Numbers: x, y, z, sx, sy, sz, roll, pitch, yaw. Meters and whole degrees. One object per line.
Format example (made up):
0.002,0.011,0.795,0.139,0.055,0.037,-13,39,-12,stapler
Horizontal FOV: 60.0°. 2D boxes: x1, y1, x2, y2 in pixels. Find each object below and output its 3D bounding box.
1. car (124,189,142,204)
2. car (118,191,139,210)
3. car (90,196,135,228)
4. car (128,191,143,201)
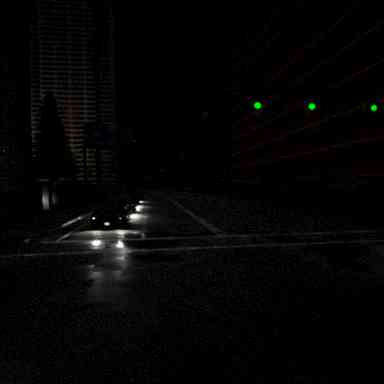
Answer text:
-7.247,0.775,39.802,1.837,1.490,4.892,-1,1,-7,car
-5.937,0.944,29.471,1.882,1.535,5.008,-1,1,-7,car
-4.695,1.200,19.700,2.033,1.411,5.357,-1,1,-7,car
-8.661,0.600,51.200,2.033,1.411,5.357,-1,1,-7,car
